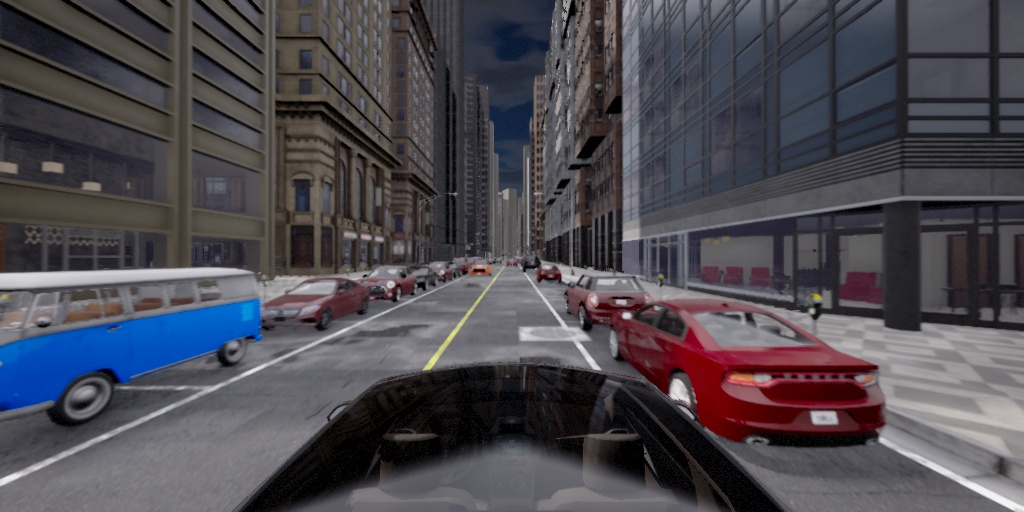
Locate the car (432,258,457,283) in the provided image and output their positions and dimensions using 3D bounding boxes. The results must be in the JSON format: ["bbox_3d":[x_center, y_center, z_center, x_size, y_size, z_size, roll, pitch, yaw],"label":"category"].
[{"bbox_3d":[-5.765,1.192,27.799,1.967,1.591,4.097,0,0,0],"label":"car"}]

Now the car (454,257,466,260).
[{"bbox_3d":[-5.765,1.069,39.003,2.192,1.841,5.009,0,0,0],"label":"car"}]

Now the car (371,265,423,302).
[{"bbox_3d":[-5.764,1.191,16.596,1.967,1.591,4.097,0,0,0],"label":"car"}]

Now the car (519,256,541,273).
[{"bbox_3d":[2.390,0.984,44.498,2.150,2.045,5.566,0,0,0],"label":"car"}]

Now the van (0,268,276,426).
[{"bbox_3d":[-5.763,1.091,5.393,1.690,1.789,3.998,0,0,0],"label":"van"}]

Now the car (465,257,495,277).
[{"bbox_3d":[-3.092,1.105,36.001,2.097,1.767,4.553,0,0,0],"label":"car"}]

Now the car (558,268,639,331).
[{"bbox_3d":[2.762,1.191,11.005,1.967,1.591,4.097,0,0,0],"label":"car"}]

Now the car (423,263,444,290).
[{"bbox_3d":[-5.764,1.318,22.198,1.948,1.339,4.313,0,0,0],"label":"car"}]

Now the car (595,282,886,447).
[{"bbox_3d":[2.763,1.295,5.404,1.888,1.381,4.507,0,0,0],"label":"car"}]

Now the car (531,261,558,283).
[{"bbox_3d":[2.761,1.298,27.811,1.888,1.381,4.507,0,0,0],"label":"car"}]

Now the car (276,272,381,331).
[{"bbox_3d":[-5.763,1.333,10.994,1.802,1.307,4.207,0,0,0],"label":"car"}]

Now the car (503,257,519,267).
[{"bbox_3d":[-0.004,1.118,64.205,2.097,1.767,4.553,0,0,0],"label":"car"}]

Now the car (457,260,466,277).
[{"bbox_3d":[-5.765,1.319,33.401,1.948,1.339,4.313,0,0,0],"label":"car"}]
